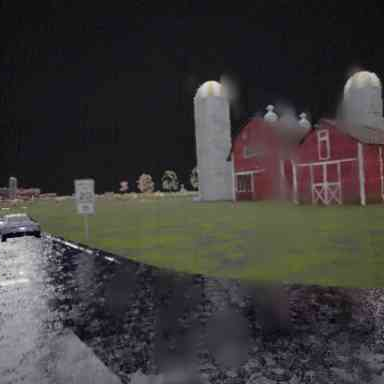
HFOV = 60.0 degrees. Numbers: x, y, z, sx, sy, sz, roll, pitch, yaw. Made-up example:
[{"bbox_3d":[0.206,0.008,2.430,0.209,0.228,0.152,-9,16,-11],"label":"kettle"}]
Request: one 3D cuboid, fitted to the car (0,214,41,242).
[{"bbox_3d":[-10.183,1.973,19.321,1.994,1.385,4.181,-3,0,-36],"label":"car"}]
